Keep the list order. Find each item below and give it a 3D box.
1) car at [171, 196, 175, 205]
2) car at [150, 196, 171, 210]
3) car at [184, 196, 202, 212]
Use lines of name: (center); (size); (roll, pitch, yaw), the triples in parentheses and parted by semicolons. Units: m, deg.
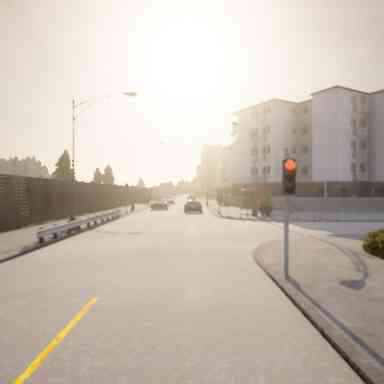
car: (-4.028, 1.500, 58.200); (1.812, 1.442, 4.674); (0, 0, 1)
car: (-4.066, 1.543, 42.149); (1.994, 1.385, 4.181); (0, 0, 0)
car: (0.125, 1.546, 38.600); (1.994, 1.385, 4.181); (0, 0, 0)
